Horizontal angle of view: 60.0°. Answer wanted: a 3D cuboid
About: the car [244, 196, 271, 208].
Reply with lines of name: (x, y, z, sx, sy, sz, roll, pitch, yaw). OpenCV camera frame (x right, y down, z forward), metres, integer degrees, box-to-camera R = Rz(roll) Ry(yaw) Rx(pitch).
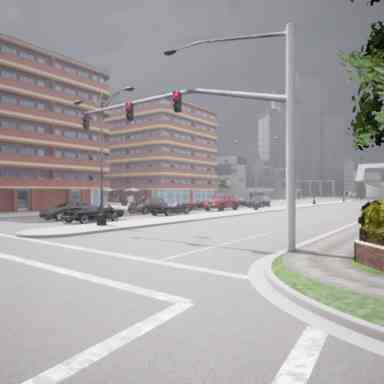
car: (9.667, 1.349, 48.214, 2.097, 1.767, 4.553, 0, 0, 36)

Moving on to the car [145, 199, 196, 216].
car: (-1.964, 1.596, 32.306, 1.895, 1.301, 4.718, 0, 0, 36)

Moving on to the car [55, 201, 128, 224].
car: (-7.376, 1.598, 24.910, 1.895, 1.301, 4.718, 0, 0, 33)

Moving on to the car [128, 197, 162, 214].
car: (-4.574, 1.349, 34.656, 2.097, 1.767, 4.553, 0, 0, 35)

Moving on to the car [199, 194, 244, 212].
car: (3.613, 1.219, 39.950, 2.150, 2.045, 5.566, 0, 0, 36)

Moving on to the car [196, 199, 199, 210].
car: (0.681, 1.598, 41.872, 1.895, 1.301, 4.718, 0, 0, 36)

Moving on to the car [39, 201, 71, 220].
car: (-9.979, 1.502, 27.245, 1.837, 1.490, 4.892, 0, 0, 36)

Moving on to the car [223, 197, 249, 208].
car: (6.734, 1.523, 50.131, 1.812, 1.442, 4.674, 0, 0, 36)
